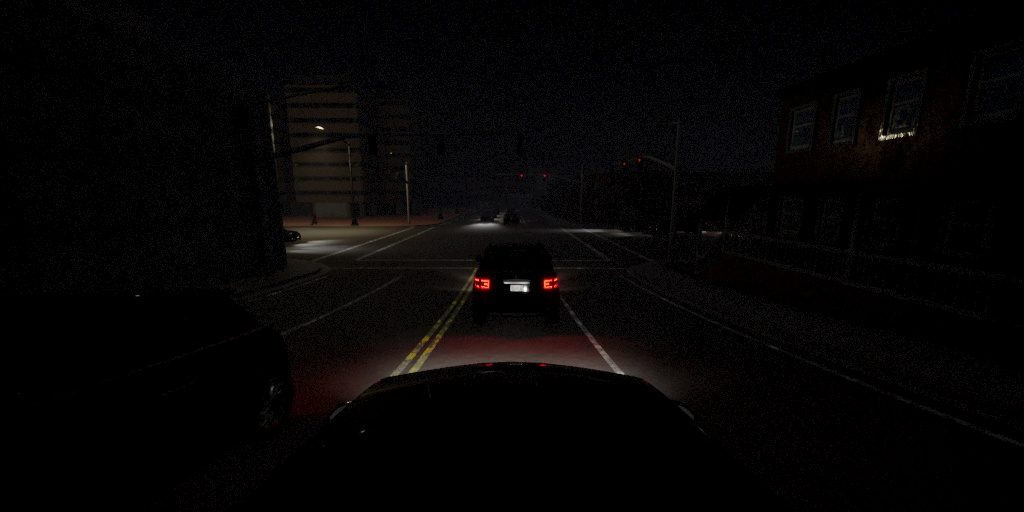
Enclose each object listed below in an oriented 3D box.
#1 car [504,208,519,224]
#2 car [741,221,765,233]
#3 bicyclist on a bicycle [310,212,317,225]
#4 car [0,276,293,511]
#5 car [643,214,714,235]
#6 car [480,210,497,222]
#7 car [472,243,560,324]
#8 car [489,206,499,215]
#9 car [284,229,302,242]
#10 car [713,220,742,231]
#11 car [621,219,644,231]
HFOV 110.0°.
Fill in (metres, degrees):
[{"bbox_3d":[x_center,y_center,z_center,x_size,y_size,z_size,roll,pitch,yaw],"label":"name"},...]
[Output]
[{"bbox_3d":[-0.053,-5.442,50.131,2.097,1.767,4.553,0,10,1],"label":"car"},{"bbox_3d":[26.692,-2.959,36.641,4.674,1.442,1.812,0,10,0],"label":"car"},{"bbox_3d":[-25.352,-4.769,45.819,0.582,1.620,1.656,0,10,0],"label":"bicyclist on a bicycle"},{"bbox_3d":[-3.604,1.103,2.260,2.097,1.767,4.553,0,1,0],"label":"car"},{"bbox_3d":[16.897,-3.265,36.610,5.566,2.045,2.150,0,10,0],"label":"car"},{"bbox_3d":[-3.697,-5.862,54.075,1.895,1.301,4.718,0,10,0],"label":"car"},{"bbox_3d":[0.068,0.605,10.697,2.150,2.045,5.566,0,4,-1],"label":"car"},{"bbox_3d":[-3.689,-7.428,62.822,1.812,1.442,4.674,0,10,0],"label":"car"},{"bbox_3d":[-20.090,-1.796,29.590,4.892,1.490,1.837,0,10,0],"label":"car"},{"bbox_3d":[23.854,-3.550,40.092,4.674,1.442,1.812,0,10,0],"label":"car"},{"bbox_3d":[14.776,-3.482,40.137,4.718,1.301,1.895,0,10,0],"label":"car"}]
